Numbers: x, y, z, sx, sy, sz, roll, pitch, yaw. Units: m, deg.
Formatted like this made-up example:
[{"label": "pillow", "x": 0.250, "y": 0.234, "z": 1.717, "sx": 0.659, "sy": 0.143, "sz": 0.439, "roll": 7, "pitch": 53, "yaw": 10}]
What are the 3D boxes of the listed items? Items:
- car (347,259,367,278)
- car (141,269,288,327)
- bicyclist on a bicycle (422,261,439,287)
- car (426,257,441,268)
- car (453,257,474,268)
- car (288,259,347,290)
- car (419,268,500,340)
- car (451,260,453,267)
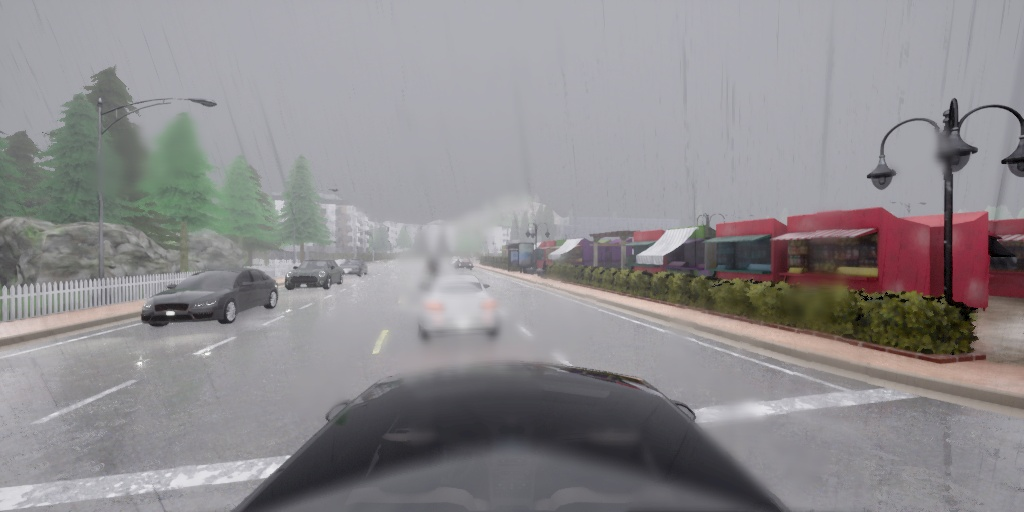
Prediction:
[{"label": "car", "x": -13.851, "y": 1.031, "z": 31.192, "sx": 2.128, "sy": 1.511, "sz": 4.902, "roll": 0, "pitch": 0, "yaw": -13}, {"label": "car", "x": -9.241, "y": 1.190, "z": 11.483, "sx": 1.837, "sy": 1.490, "sz": 4.892, "roll": 0, "pitch": 0, "yaw": -13}, {"label": "bicyclist on a bicycle", "x": -4.401, "y": 1.078, "z": 19.642, "sx": 0.582, "sy": 1.620, "sz": 1.656, "roll": 0, "pitch": 1, "yaw": 25}, {"label": "car", "x": -11.096, "y": 0.898, "z": 50.810, "sx": 1.837, "sy": 1.490, "sz": 4.892, "roll": 0, "pitch": 0, "yaw": -13}, {"label": "car", "x": -5.830, "y": 1.048, "z": 43.775, "sx": 1.895, "sy": 1.301, "sz": 4.718, "roll": 0, "pitch": 0, "yaw": -13}, {"label": "car", "x": -11.490, "y": 0.966, "z": 21.073, "sx": 2.097, "sy": 1.767, "sz": 4.553, "roll": 0, "pitch": 0, "yaw": -13}, {"label": "car", "x": -1.521, "y": 1.225, "z": 9.807, "sx": 1.812, "sy": 1.442, "sz": 4.674, "roll": 0, "pitch": 0, "yaw": -13}, {"label": "car", "x": -7.890, "y": 0.906, "z": 52.647, "sx": 1.812, "sy": 1.442, "sz": 4.674, "roll": 0, "pitch": 0, "yaw": -13}]
